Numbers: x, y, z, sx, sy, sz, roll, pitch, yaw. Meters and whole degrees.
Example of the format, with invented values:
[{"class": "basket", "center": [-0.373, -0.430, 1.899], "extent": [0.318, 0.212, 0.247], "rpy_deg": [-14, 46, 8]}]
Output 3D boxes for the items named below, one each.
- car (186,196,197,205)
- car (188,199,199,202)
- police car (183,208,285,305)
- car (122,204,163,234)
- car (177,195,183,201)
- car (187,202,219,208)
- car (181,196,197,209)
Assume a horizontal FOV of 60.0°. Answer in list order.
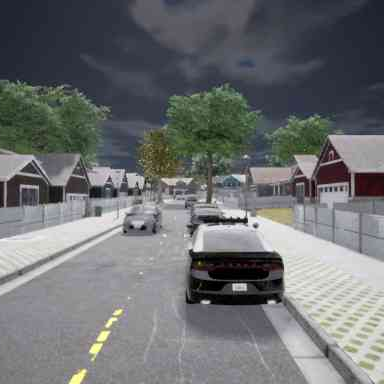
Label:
[{"class": "car", "center": [-0.085, 1.513, 60.480], "extent": [1.812, 1.442, 4.674], "rpy_deg": [0, 0, 0]}, {"class": "car", "center": [0.790, 1.502, 24.180], "extent": [1.837, 1.490, 4.892], "rpy_deg": [0, 0, 0]}, {"class": "police car", "center": [0.813, 1.426, 8.286], "extent": [1.930, 1.638, 5.238], "rpy_deg": [0, 0, 0]}, {"class": "car", "center": [-2.779, 1.489, 19.413], "extent": [2.128, 1.511, 4.902], "rpy_deg": [0, 0, 0]}, {"class": "car", "center": [-2.873, 1.529, 86.175], "extent": [1.812, 1.442, 4.674], "rpy_deg": [0, 0, 0]}, {"class": "car", "center": [0.798, 1.504, 18.179], "extent": [1.837, 1.490, 4.892], "rpy_deg": [0, 0, 0]}, {"class": "car", "center": [-0.033, 1.480, 46.084], "extent": [2.128, 1.511, 4.902], "rpy_deg": [0, 0, 0]}]
